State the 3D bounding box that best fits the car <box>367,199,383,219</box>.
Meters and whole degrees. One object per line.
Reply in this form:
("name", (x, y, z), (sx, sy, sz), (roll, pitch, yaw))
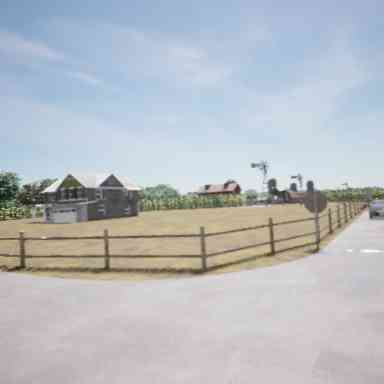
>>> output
("car", (15.416, 1.347, 26.923), (2.128, 1.511, 4.902), (-4, -2, 31))
